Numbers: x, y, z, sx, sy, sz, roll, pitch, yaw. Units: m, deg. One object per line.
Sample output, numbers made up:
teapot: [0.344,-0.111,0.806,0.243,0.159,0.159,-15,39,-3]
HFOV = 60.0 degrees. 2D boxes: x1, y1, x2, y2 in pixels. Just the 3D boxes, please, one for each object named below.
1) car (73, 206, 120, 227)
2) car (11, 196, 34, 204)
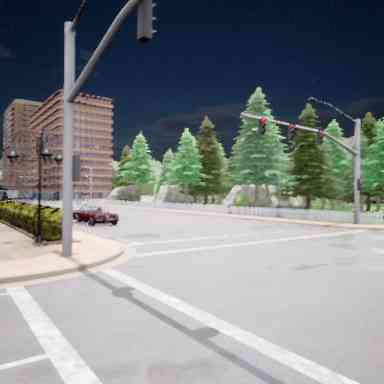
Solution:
car: [-6.931,1.711,23.887,1.895,1.301,4.718,1,-1,-37]
car: [-22.802,1.662,45.339,2.033,1.411,5.357,1,-1,-36]
